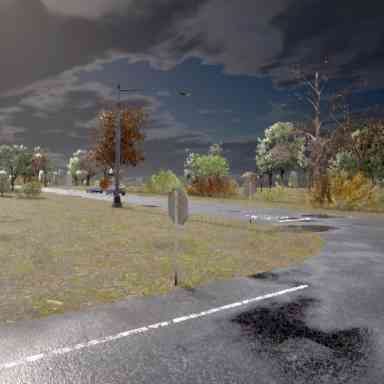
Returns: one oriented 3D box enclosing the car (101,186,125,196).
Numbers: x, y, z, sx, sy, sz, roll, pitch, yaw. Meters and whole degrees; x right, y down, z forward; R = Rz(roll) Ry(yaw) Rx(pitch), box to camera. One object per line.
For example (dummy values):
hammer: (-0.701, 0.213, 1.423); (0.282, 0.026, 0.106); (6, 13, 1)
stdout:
car: (-12.038, -0.227, 52.036); (1.837, 1.490, 4.892); (0, 2, -36)

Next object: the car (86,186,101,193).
car: (-17.618, -0.477, 59.841); (1.994, 1.385, 4.181); (0, 2, -36)
